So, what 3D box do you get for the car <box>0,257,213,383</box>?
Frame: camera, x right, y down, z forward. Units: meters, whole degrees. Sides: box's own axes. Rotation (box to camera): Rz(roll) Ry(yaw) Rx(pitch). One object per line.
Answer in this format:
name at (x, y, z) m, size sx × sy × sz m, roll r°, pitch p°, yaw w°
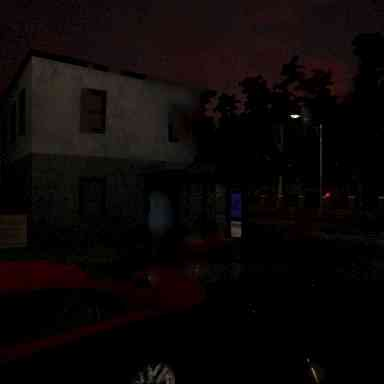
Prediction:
car at (-2.101, 1.477, 3.107) m, size 5.008 × 1.535 × 1.882 m, roll 0°, pitch 0°, yaw -36°
